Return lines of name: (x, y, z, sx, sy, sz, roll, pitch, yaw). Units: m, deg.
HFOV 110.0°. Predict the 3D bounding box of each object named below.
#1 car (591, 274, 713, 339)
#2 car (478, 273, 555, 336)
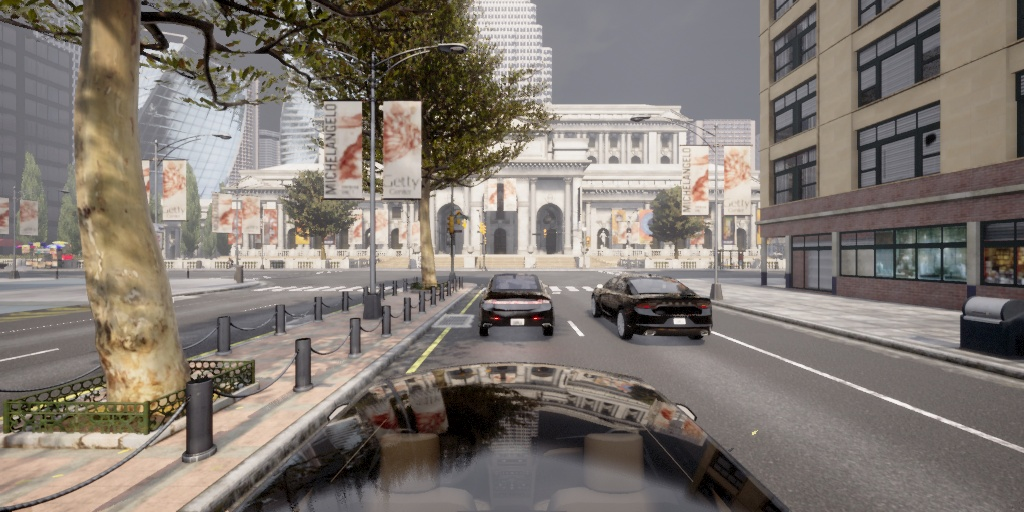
car: (3.565, 1.228, 10.065, 1.882, 1.535, 5.008, 0, 0, 0)
car: (0.080, 1.242, 10.332, 2.128, 1.511, 4.902, 0, 0, -1)
